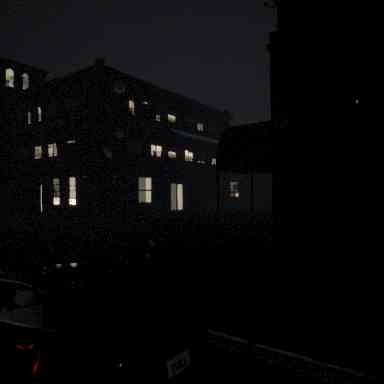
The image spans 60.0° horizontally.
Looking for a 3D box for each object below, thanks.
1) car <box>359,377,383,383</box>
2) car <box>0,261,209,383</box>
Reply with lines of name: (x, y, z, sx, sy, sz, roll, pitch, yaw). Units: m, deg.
car: (2.706, 1.544, 0.960, 4.507, 1.381, 1.887, 0, -1, 35)
car: (-1.811, 1.567, 4.178, 4.313, 1.339, 1.947, 0, -1, 35)
